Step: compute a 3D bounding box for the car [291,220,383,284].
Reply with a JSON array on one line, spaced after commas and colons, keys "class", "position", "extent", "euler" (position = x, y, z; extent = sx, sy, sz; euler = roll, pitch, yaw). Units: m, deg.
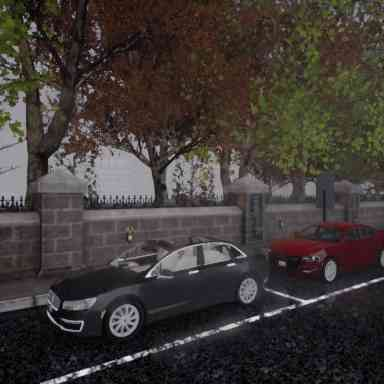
[{"class": "car", "position": [4.089, 1.546, 9.634], "extent": [4.507, 1.381, 1.887], "euler": [0, 0, -36]}]

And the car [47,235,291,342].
[{"class": "car", "position": [-0.391, 1.551, 6.374], "extent": [4.403, 1.369, 2.008], "euler": [0, 0, -36]}]
